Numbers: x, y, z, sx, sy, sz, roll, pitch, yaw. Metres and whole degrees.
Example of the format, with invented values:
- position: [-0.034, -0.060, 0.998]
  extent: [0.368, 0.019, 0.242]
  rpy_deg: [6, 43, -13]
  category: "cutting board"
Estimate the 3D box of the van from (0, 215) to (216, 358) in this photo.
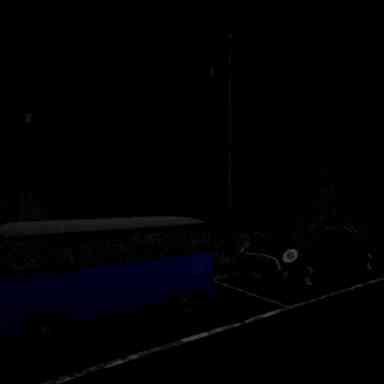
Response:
- position: [-1.469, 1.341, 5.719]
  extent: [3.998, 1.788, 1.690]
  rpy_deg: [0, 0, -36]
  category: "van"

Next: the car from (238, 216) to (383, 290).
- position: [3.146, 1.437, 9.012]
  extent: [4.097, 1.590, 1.967]
  rpy_deg: [0, 0, -36]
  category: "car"
